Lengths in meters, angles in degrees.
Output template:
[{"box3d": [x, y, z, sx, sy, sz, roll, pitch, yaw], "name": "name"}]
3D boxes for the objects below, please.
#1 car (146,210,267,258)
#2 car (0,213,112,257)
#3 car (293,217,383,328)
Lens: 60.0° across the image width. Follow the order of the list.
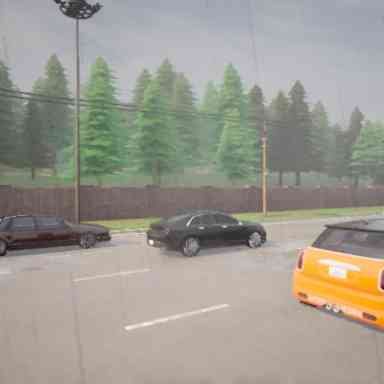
[{"box3d": [0.666, 1.445, 12.582, 4.892, 1.490, 1.837, 0, 0, -32], "name": "car"}, {"box3d": [-5.877, 1.514, 12.615, 5.357, 1.411, 2.033, 0, 0, -32], "name": "car"}, {"box3d": [4.156, 1.306, 6.508, 4.553, 1.767, 2.097, 0, 0, -32], "name": "car"}]
